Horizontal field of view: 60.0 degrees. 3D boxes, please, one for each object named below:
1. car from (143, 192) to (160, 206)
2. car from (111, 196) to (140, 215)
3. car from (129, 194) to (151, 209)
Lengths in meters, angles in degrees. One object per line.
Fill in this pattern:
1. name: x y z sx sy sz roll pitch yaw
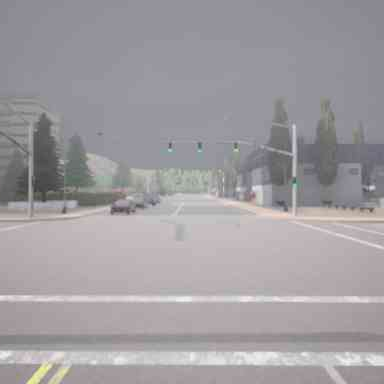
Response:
1. car: -7.018 1.207 54.116 2.150 2.045 5.566 0 0 0
2. car: -7.082 1.468 34.641 1.882 1.535 5.008 0 0 0
3. car: -7.069 1.466 44.217 1.882 1.535 5.008 0 0 0
